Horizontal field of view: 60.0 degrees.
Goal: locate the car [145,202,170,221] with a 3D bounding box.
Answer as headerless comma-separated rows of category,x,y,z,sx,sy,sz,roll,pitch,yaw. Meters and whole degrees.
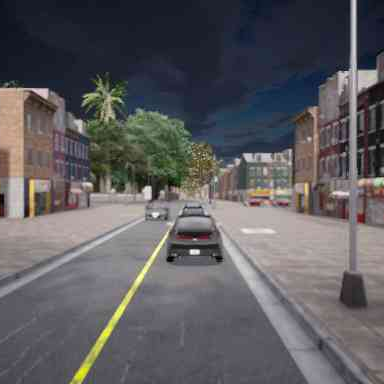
car,-2.852,1.627,28.376,2.128,1.511,4.902,0,0,0

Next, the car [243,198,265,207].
car,11.826,1.956,63.788,4.097,1.590,1.967,1,0,0

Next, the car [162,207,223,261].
car,0.090,1.560,12.481,1.837,1.490,4.892,0,0,0

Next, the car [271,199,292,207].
car,17.260,2.018,63.788,4.097,1.590,1.967,1,0,0

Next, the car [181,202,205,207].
car,0.091,1.630,28.978,2.128,1.511,4.902,0,0,0
